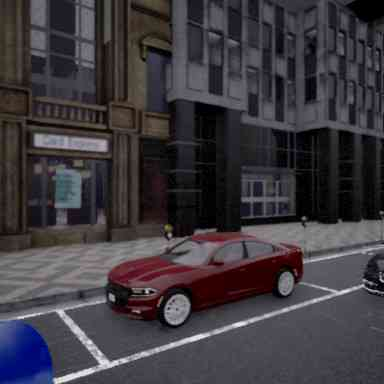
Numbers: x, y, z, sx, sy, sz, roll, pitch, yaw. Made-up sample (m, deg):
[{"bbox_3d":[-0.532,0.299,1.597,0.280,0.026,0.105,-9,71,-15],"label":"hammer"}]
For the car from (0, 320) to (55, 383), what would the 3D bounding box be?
[{"bbox_3d":[-3.104,1.472,1.161,5.008,1.535,1.882,0,0,-35],"label":"car"}]

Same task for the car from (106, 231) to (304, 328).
[{"bbox_3d":[0.466,1.561,6.987,4.507,1.381,1.887,0,0,-36],"label":"car"}]

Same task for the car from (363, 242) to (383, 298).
[{"bbox_3d":[5.781,1.537,7.494,4.892,1.490,1.837,1,0,-35],"label":"car"}]
